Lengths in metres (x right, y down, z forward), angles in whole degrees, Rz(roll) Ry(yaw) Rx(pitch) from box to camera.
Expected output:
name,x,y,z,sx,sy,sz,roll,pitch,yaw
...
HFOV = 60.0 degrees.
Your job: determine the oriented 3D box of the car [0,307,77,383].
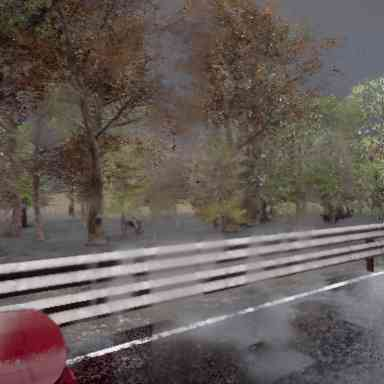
name,x,y,z,sx,sy,sz,roll,pitch,yaw
car,-3.123,1.478,1.455,5.008,1.535,1.882,0,0,-36
